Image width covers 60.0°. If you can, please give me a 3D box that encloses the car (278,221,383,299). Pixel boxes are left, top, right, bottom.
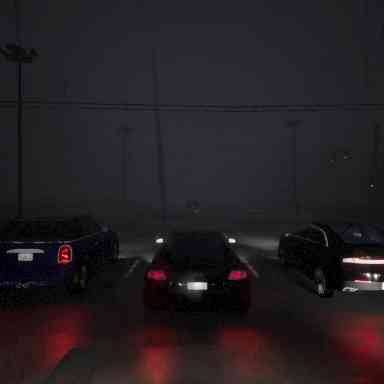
[{"bbox_3d":[3.594,1.492,8.458,2.128,1.511,4.902,0,0,0],"label":"car"}]

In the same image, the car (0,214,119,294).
[{"bbox_3d":[-3.407,1.352,8.939,2.097,1.767,4.553,0,0,0],"label":"car"}]

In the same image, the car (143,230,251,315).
[{"bbox_3d":[0.091,1.564,7.646,1.994,1.385,4.181,0,0,0],"label":"car"}]

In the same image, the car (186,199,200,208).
[{"bbox_3d":[0.074,1.601,46.420,1.895,1.301,4.718,0,0,0],"label":"car"}]
